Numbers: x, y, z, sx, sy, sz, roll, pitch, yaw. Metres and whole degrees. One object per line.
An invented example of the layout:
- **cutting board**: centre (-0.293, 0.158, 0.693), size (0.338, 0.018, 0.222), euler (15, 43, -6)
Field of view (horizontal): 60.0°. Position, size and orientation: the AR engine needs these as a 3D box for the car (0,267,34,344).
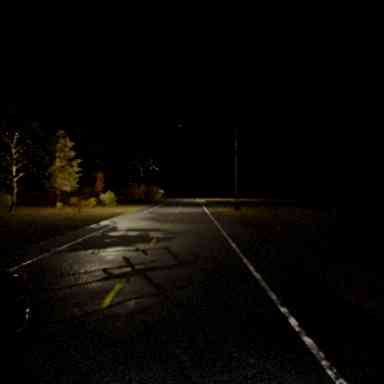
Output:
- **car**: centre (-3.599, 1.564, 3.807), size (1.994, 1.385, 4.181), euler (0, 0, 0)
